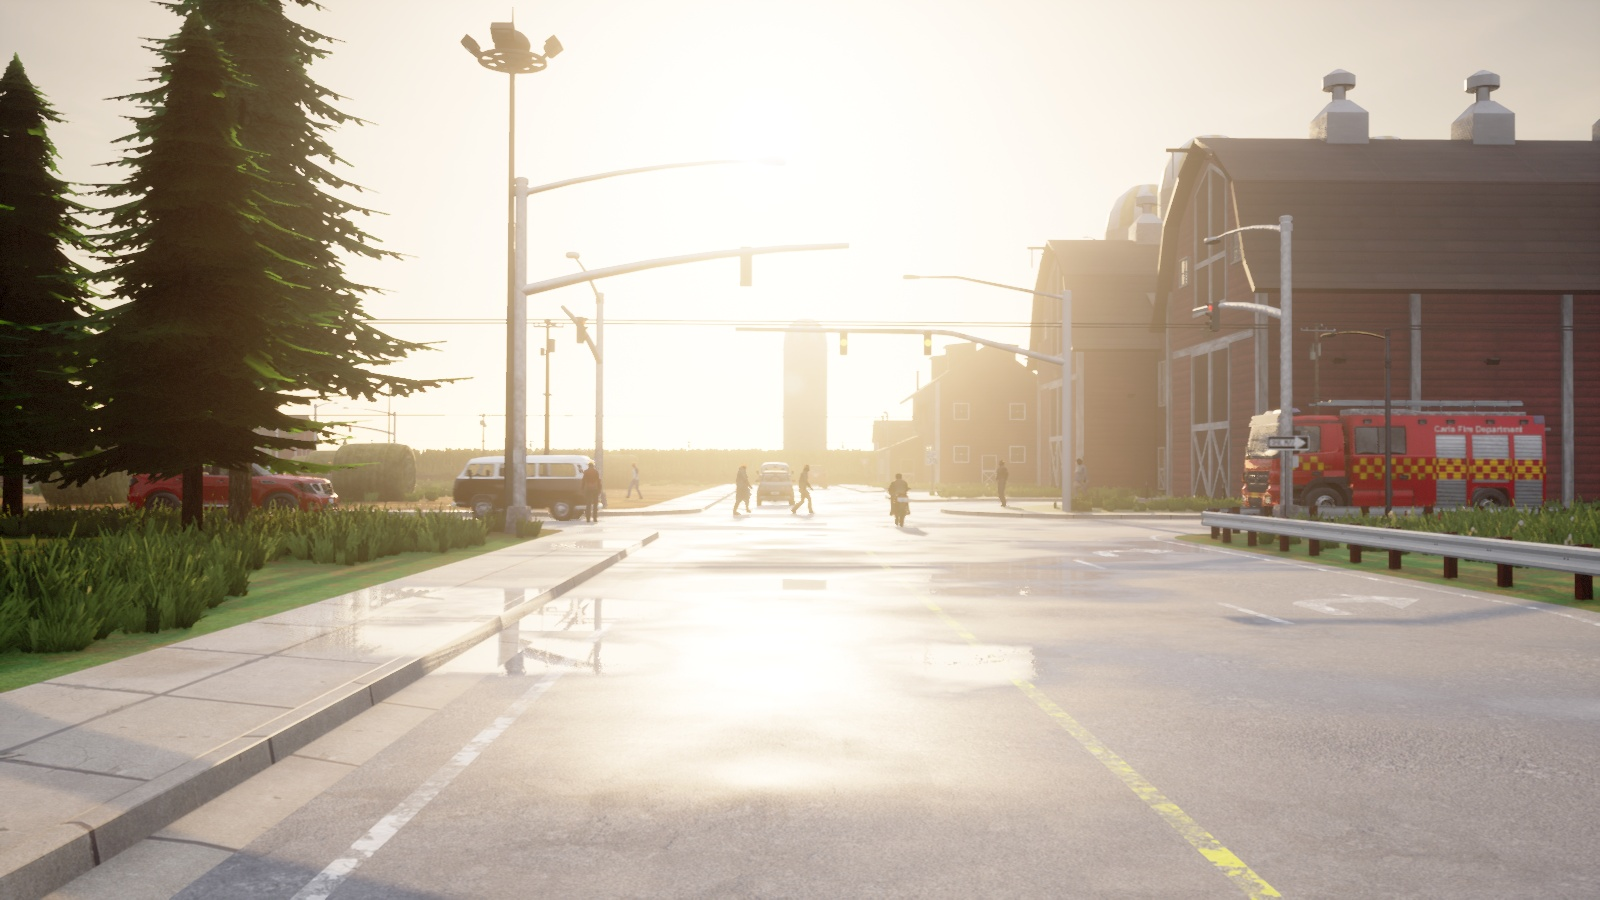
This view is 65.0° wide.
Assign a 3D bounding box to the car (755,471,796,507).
[{"bbox_3d":[-1.091,1.718,56.281,1.789,1.549,3.705,0,-1,-1],"label":"car"}]

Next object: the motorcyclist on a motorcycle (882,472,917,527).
[{"bbox_3d":[2.838,1.392,35.934,0.797,1.523,2.044,0,-1,-1],"label":"motorcyclist on a motorcycle"}]

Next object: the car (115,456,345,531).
[{"bbox_3d":[-16.146,1.212,35.793,5.566,2.045,2.150,0,-1,0],"label":"car"}]

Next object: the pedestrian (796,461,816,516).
[{"bbox_3d":[0.205,1.340,44.117,0.692,1.930,0.396,0,-1,-3],"label":"pedestrian"}]

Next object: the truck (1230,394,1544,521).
[{"bbox_3d":[18.249,0.250,39.410,8.468,3.827,2.891,0,-1,0],"label":"truck"}]

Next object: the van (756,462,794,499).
[{"bbox_3d":[-1.394,1.704,70.690,2.069,2.038,4.480,0,-1,-1],"label":"van"}]

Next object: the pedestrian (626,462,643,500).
[{"bbox_3d":[-7.843,1.468,59.559,0.706,1.836,0.354,0,-1,-31],"label":"pedestrian"}]

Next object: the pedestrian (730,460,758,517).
[{"bbox_3d":[-1.960,1.344,43.810,0.873,1.952,0.659,0,-1,-9],"label":"pedestrian"}]

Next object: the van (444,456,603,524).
[{"bbox_3d":[-8.593,1.244,39.294,4.480,2.038,2.069,0,-1,2],"label":"van"}]

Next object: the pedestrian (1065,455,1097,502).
[{"bbox_3d":[11.225,1.131,50.129,0.900,1.855,0.874,0,-1,-20],"label":"pedestrian"}]

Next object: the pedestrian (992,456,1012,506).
[{"bbox_3d":[7.781,1.202,48.442,0.666,1.930,0.402,0,-1,-33],"label":"pedestrian"}]

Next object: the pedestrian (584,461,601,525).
[{"bbox_3d":[-6.075,1.262,36.709,0.331,1.846,0.636,0,-1,6],"label":"pedestrian"}]
